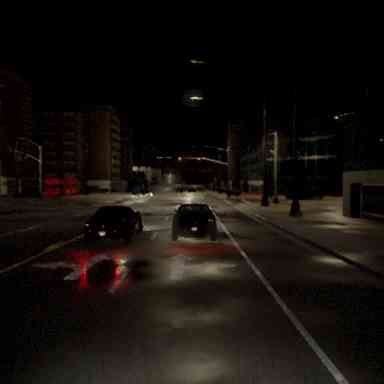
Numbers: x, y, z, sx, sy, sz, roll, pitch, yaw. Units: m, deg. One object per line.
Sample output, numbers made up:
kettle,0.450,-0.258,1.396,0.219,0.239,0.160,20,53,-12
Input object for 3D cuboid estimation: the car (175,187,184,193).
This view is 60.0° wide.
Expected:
car,-3.495,-0.414,88.114,1.812,1.442,4.674,0,1,0

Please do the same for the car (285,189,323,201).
car,15.255,0.394,45.428,5.008,1.535,1.882,0,2,1

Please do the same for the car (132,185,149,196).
car,-10.499,-0.338,66.416,2.150,2.045,5.566,0,1,0

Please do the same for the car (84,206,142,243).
car,-3.408,1.332,14.922,1.812,1.442,4.674,0,1,0

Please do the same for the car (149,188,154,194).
car,-10.495,-0.233,81.886,1.895,1.301,4.718,0,1,0

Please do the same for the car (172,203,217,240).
car,0.100,1.269,15.784,1.882,1.535,5.008,0,1,0

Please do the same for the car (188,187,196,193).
car,0.005,-0.582,88.081,2.097,1.767,4.553,0,1,0
